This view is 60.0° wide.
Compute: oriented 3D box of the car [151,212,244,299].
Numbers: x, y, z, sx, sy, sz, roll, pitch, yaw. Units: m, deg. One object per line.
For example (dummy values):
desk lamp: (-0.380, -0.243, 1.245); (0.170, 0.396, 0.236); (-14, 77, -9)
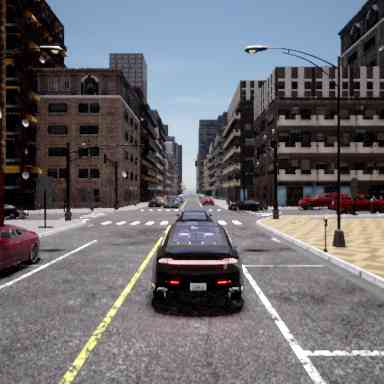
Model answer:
car: (0.113, 1.498, 8.423); (2.128, 1.511, 4.902); (0, 0, 0)

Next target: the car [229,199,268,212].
car: (6.056, 1.460, 35.892); (4.181, 1.385, 1.994); (-1, 0, 14)

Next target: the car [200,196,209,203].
car: (2.785, 1.670, 73.963); (1.802, 1.307, 4.206); (0, 0, 0)

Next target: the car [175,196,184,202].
car: (-2.898, 1.633, 79.058); (2.033, 1.411, 5.357); (0, 0, 0)

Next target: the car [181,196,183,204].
car: (-3.005, 1.665, 58.121); (1.895, 1.301, 4.718); (0, 0, 0)

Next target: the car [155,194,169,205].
car: (-5.610, 1.385, 62.607); (2.192, 1.841, 5.009); (0, 0, 0)

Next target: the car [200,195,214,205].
car: (2.762, 1.502, 56.915); (1.967, 1.590, 4.097); (0, 0, 0)

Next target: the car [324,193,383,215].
car: (14.731, 1.052, 29.153); (5.009, 1.841, 2.192); (-1, 1, 0)

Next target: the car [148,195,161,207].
car: (-5.625, 1.620, 51.241); (1.947, 1.339, 4.313); (0, 0, 0)

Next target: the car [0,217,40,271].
car: (-5.730, 1.589, 9.218); (1.802, 1.307, 4.206); (0, 0, 0)

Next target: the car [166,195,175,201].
car: (-5.580, 1.547, 85.337); (1.967, 1.590, 4.097); (0, 0, 0)

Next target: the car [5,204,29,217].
car: (-18.130, 1.831, 31.515); (4.902, 1.511, 2.128); (-1, 0, 0)

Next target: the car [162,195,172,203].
car: (-5.595, 1.528, 73.972); (1.967, 1.590, 4.097); (0, 0, 0)

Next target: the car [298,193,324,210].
car: (14.607, 1.044, 37.531); (5.009, 1.841, 2.192); (-1, 1, 0)

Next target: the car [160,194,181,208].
car: (-3.004, 1.402, 48.189); (2.097, 1.767, 4.553); (0, 0, 0)

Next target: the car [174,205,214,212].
car: (0.121, 1.578, 17.038); (1.994, 1.385, 4.181); (0, 0, 0)
